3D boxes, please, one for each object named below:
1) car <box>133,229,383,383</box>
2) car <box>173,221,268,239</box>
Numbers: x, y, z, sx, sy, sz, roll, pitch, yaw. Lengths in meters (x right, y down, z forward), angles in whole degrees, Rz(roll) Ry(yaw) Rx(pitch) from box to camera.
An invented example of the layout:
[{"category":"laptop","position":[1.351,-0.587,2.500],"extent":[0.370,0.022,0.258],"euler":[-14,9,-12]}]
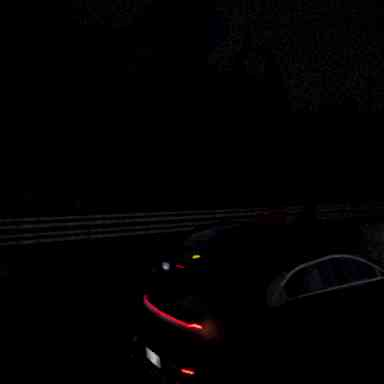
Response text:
[{"category":"car","position":[1.579,1.477,4.818],"extent":[4.902,1.511,2.128],"euler":[0,0,-35]},{"category":"car","position":[1.289,1.503,8.885],"extent":[4.674,1.442,1.812],"euler":[0,0,-35]}]
